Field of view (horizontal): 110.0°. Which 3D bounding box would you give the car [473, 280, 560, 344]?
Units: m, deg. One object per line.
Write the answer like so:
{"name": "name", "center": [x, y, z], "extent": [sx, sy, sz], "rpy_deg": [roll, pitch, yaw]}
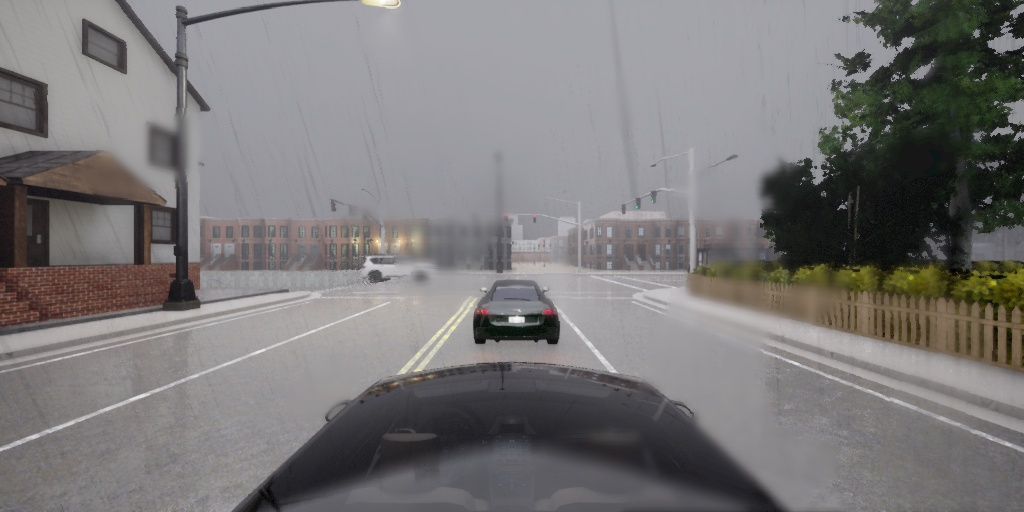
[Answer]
{"name": "car", "center": [0.101, 1.314, 9.569], "extent": [1.994, 1.385, 4.181], "rpy_deg": [0, 0, 0]}

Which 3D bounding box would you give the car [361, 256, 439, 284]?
{"name": "car", "center": [-8.357, 0.978, 26.908], "extent": [5.566, 2.045, 2.150], "rpy_deg": [-1, 0, 0]}
